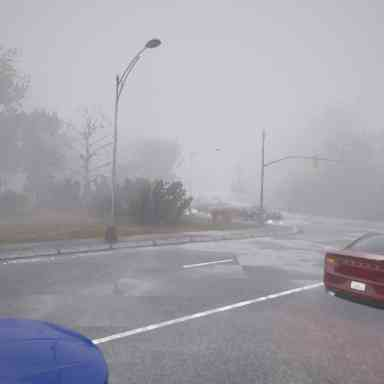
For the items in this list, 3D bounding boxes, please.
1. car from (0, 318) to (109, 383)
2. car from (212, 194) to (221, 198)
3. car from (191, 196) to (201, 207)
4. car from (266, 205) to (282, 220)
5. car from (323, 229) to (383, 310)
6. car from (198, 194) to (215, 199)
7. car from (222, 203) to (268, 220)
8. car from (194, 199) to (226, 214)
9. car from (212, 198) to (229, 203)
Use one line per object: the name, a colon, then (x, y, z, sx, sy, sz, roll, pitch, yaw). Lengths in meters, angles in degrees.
car: (-2.899, 1.478, 1.675, 5.008, 1.535, 1.882, 0, 0, -36)
car: (5.851, 1.104, 79.146, 2.033, 1.411, 5.357, 2, 2, -1)
car: (-0.662, 1.701, 52.344, 2.128, 1.511, 4.902, 2, 1, -15)
car: (8.096, 2.214, 37.261, 1.837, 1.490, 4.892, 3, -1, -21)
car: (4.959, 1.554, 7.317, 5.008, 1.535, 1.882, 1, -1, -35)
car: (1.904, 1.728, 56.498, 1.837, 1.490, 4.892, 2, 2, -12)
car: (5.407, 2.168, 34.585, 1.895, 1.301, 4.718, 3, -1, -23)
car: (2.249, 2.034, 42.784, 1.994, 1.385, 4.181, 3, 0, -19)
car: (4.620, 2.103, 46.471, 2.033, 1.411, 5.357, 3, 1, -18)
